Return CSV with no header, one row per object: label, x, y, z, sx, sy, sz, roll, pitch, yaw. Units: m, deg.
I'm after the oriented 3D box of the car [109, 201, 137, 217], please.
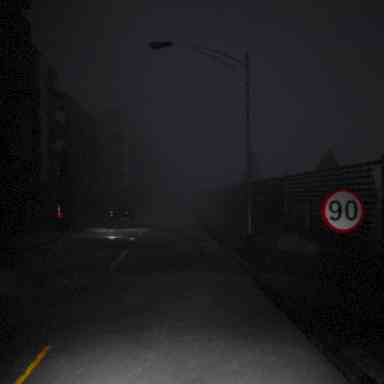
car,-5.541,1.498,27.310,1.837,1.490,4.892,-1,-1,-3
